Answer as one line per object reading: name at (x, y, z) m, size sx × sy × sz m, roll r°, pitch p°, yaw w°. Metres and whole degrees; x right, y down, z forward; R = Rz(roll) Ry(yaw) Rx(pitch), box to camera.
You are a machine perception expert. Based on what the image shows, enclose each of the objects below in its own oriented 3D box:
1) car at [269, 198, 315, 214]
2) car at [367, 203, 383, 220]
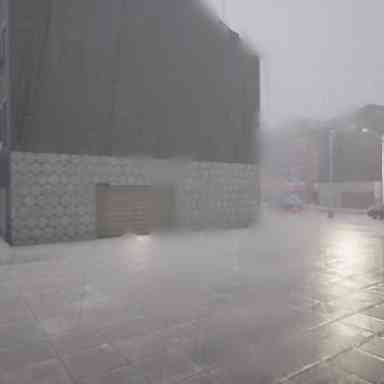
car at (9.992, 1.365, 33.413) m, size 2.128 × 1.511 × 4.902 m, roll -1°, pitch 1°, yaw -35°
car at (15.808, 1.534, 25.245) m, size 1.812 × 1.442 × 4.674 m, roll -1°, pitch 1°, yaw -34°
